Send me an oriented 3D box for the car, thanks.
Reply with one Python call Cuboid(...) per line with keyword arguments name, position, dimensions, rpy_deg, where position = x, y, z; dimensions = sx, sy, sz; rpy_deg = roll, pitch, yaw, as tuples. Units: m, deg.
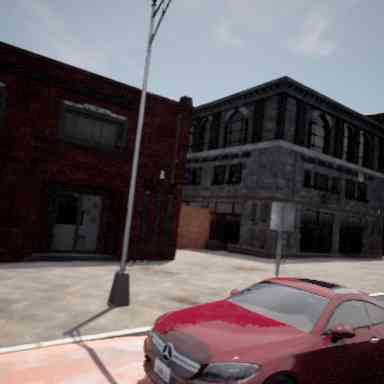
Cuboid(name="car", position=(1.598, 2.023, 4.810), dimensions=(4.674, 1.442, 1.812), rpy_deg=(13, -7, -35))
